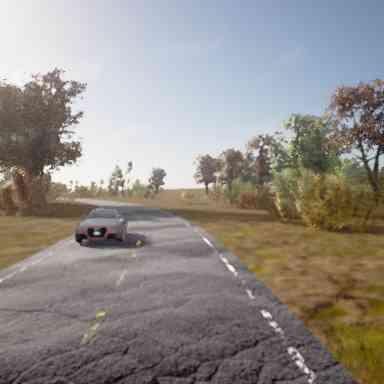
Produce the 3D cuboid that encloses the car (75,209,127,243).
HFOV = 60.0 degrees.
[{"bbox_3d":[-4.168,1.513,15.756,1.994,1.385,4.181,0,0,-7],"label":"car"}]
